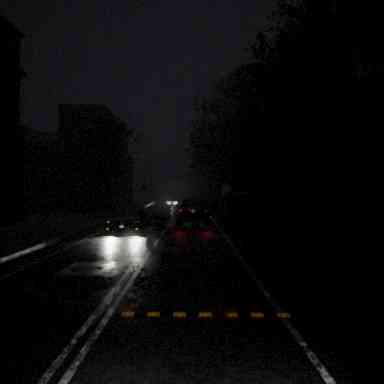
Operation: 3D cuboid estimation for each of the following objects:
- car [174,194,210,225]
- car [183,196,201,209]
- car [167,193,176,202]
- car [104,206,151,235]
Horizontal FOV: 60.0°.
[{"bbox_3d":[0.061,1.209,22.714,2.097,1.767,4.553,0,0,0],"label":"car"},{"bbox_3d":[-0.026,1.244,41.752,2.033,1.411,5.357,0,1,0],"label":"car"},{"bbox_3d":[-3.577,0.999,61.153,2.128,1.511,4.902,0,1,0],"label":"car"},{"bbox_3d":[-3.374,1.456,18.006,1.994,1.385,4.181,0,0,0],"label":"car"}]
